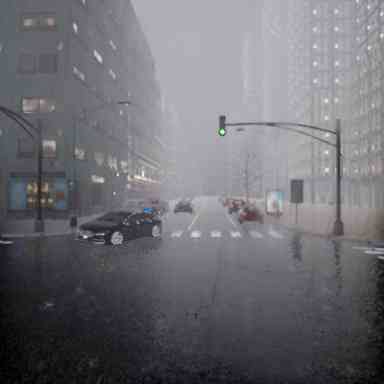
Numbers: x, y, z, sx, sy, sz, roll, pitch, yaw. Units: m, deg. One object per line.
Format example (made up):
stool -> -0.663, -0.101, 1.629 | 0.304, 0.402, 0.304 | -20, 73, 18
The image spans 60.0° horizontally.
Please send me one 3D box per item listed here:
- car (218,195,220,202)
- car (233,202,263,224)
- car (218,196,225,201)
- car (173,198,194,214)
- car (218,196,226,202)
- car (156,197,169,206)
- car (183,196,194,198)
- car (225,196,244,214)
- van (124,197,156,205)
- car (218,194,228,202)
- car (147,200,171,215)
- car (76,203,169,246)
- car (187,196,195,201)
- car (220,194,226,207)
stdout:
car -> 6.445, 1.692, 63.239 | 2.008, 1.369, 4.403 | 0, 0, 3
car -> 4.244, 1.629, 24.608 | 1.802, 1.307, 4.206 | 0, 0, 3
car -> 8.017, 1.805, 90.832 | 1.802, 1.307, 4.206 | 0, 0, 3
car -> -0.817, 1.645, 35.929 | 1.994, 1.385, 4.181 | 0, 0, 3
car -> 7.702, 1.756, 85.313 | 2.008, 1.369, 4.403 | 0, 0, 3
car -> -3.807, 1.386, 30.605 | 2.192, 1.841, 5.009 | 0, 0, 3
car -> -1.293, 1.625, 74.754 | 1.967, 1.590, 4.097 | 0, 0, 3
car -> 4.874, 1.512, 35.646 | 1.967, 1.590, 4.097 | 0, 0, 3
van -> -4.122, 1.400, 25.086 | 1.690, 1.788, 3.998 | 0, 0, 3
car -> 7.389, 1.504, 79.795 | 2.192, 1.841, 5.009 | 0, 0, 3
car -> -3.494, 1.628, 36.124 | 1.887, 1.381, 4.507 | 0, 0, 3
car -> -3.210, 1.580, 15.701 | 1.837, 1.490, 4.892 | 4, 2, 27
car -> -0.350, 1.801, 91.310 | 1.947, 1.339, 4.313 | 0, 0, 3
car -> 5.817, 1.552, 52.202 | 1.967, 1.590, 4.097 | 0, 0, 3
